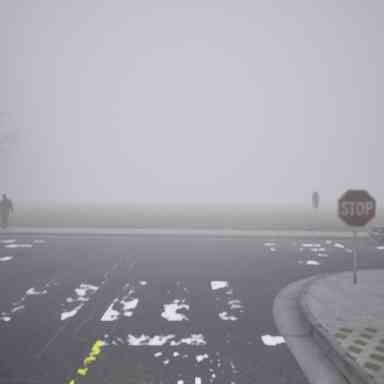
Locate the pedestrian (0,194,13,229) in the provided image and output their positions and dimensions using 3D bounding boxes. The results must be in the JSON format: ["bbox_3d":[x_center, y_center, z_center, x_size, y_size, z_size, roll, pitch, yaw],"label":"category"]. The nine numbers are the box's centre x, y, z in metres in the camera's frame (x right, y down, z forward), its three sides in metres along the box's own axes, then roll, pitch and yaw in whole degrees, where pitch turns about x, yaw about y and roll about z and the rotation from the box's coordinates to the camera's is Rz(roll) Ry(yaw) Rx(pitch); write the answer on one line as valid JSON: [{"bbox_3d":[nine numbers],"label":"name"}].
[{"bbox_3d":[-9.670,0.978,17.191,0.375,1.860,0.375,0,-1,0],"label":"pedestrian"}]

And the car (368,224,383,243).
[{"bbox_3d":[10.315,1.738,14.379,4.718,1.301,1.895,1,0,0],"label":"car"}]
